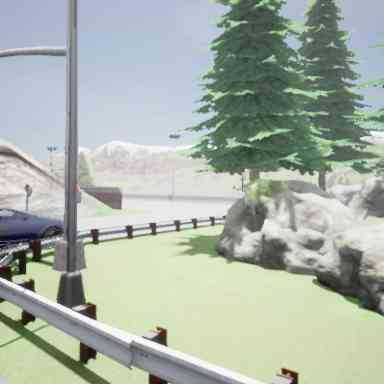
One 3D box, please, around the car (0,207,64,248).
[{"bbox_3d":[-6.293,1.198,11.278,4.181,1.385,1.994,0,1,-38],"label":"car"}]
